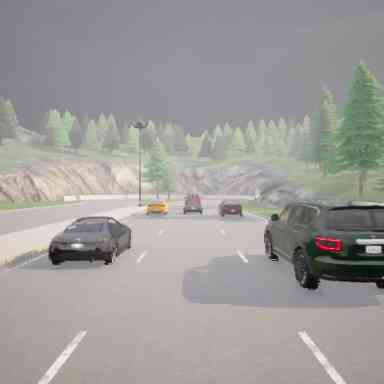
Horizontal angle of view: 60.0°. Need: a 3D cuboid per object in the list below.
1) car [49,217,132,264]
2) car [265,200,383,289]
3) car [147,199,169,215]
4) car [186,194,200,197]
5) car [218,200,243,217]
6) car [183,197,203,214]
[{"bbox_3d":[-3.398,1.567,11.860,1.994,1.385,4.181,0,0,0],"label":"car"},{"bbox_3d":[3.602,1.224,9.282,2.150,2.045,5.566,0,0,0],"label":"car"},{"bbox_3d":[-3.393,1.486,33.915,1.882,1.535,5.008,0,0,0],"label":"car"},{"bbox_3d":[0.101,1.232,44.618,2.150,2.045,5.566,0,0,0],"label":"car"},{"bbox_3d":[3.606,1.485,31.743,1.882,1.535,5.008,0,0,0],"label":"car"},{"bbox_3d":[0.106,1.572,35.200,1.994,1.385,4.181,0,0,0],"label":"car"}]
